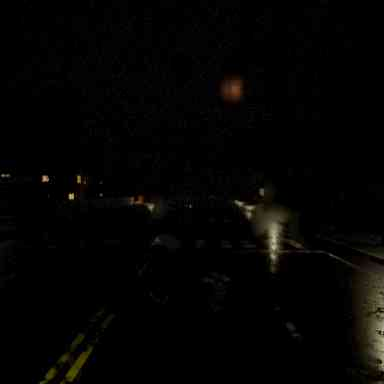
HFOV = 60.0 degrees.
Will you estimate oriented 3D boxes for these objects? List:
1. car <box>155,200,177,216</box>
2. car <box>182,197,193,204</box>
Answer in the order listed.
[{"bbox_3d":[-2.561,1.592,33.643,1.812,1.442,4.674,0,0,2],"label":"car"},{"bbox_3d":[-0.779,1.659,65.631,2.128,1.511,4.902,0,0,4],"label":"car"}]
